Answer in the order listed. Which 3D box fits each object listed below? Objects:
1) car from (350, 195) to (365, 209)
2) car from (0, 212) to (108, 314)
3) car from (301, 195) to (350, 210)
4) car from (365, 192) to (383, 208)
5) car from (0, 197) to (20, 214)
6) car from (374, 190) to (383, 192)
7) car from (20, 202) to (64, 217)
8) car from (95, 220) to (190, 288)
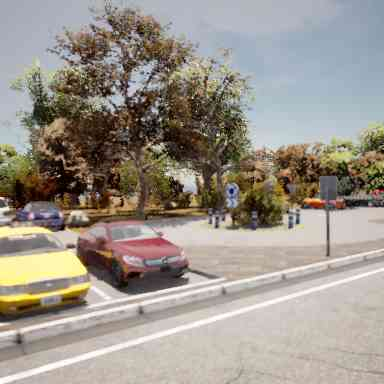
[{"bbox_3d":[16.586,1.139,38.300,2.097,1.535,5.008,-1,0,-35],"label":"car"},{"bbox_3d":[-3.977,1.525,7.928,1.946,1.575,5.366,0,0,-35],"label":"car"},{"bbox_3d":[14.392,1.033,36.726,2.185,1.767,4.553,0,0,-35],"label":"car"},{"bbox_3d":[21.301,1.100,41.628,2.231,1.521,4.892,0,0,-35],"label":"car"},{"bbox_3d":[-11.651,1.275,18.784,2.435,2.045,5.566,0,0,-35],"label":"car"},{"bbox_3d":[28.148,0.789,46.397,2.435,2.045,5.566,0,0,-35],"label":"car"},{"bbox_3d":[-9.342,1.386,20.344,2.185,1.767,4.553,0,0,-35],"label":"car"},{"bbox_3d":[-1.936,1.555,9.617,2.002,1.452,4.674,0,-1,-35],"label":"car"}]
